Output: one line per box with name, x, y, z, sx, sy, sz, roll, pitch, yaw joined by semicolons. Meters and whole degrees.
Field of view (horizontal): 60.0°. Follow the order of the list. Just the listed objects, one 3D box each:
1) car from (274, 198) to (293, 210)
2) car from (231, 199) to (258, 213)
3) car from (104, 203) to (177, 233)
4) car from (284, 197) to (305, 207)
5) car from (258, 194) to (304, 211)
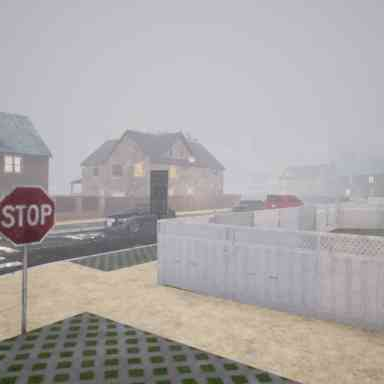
car;11.896;1.548;43.064;1.994;1.385;4.181;1;0;20
car;5.345;1.452;30.853;1.837;1.490;4.892;2;1;35
car;-2.926;1.443;19.716;2.128;1.511;4.902;2;1;37
car;16.905;1.555;55.169;2.033;1.411;5.357;1;0;3
car;8.299;1.243;29.677;2.150;2.045;5.566;2;1;35
